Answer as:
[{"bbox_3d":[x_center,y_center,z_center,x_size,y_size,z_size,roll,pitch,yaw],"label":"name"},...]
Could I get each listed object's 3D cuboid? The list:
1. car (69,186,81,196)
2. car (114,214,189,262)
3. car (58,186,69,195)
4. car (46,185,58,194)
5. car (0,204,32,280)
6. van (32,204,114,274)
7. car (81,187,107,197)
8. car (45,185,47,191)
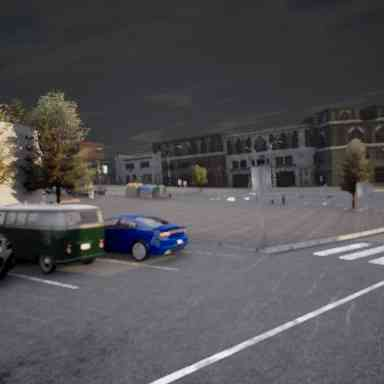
[{"bbox_3d":[-18.347,-0.213,57.086,2.231,1.521,4.892,0,6,12],"label":"car"},{"bbox_3d":[-2.490,1.609,12.723,5.008,1.535,2.097,-2,-1,32],"label":"car"},{"bbox_3d":[-20.875,-0.271,58.622,2.002,1.452,4.674,0,5,12],"label":"car"},{"bbox_3d":[-23.402,-0.407,60.138,2.097,1.535,5.008,0,6,11],"label":"car"},{"bbox_3d":[-7.200,1.370,9.033,5.566,2.045,2.435,-2,-1,32],"label":"car"},{"bbox_3d":[-4.962,1.392,10.947,4.442,1.987,1.878,-2,-1,32],"label":"van"},{"bbox_3d":[-15.850,-0.079,55.488,2.163,1.488,4.792,0,6,13],"label":"car"},{"bbox_3d":[-25.962,-0.619,61.583,2.185,1.767,4.553,0,5,11],"label":"car"}]
